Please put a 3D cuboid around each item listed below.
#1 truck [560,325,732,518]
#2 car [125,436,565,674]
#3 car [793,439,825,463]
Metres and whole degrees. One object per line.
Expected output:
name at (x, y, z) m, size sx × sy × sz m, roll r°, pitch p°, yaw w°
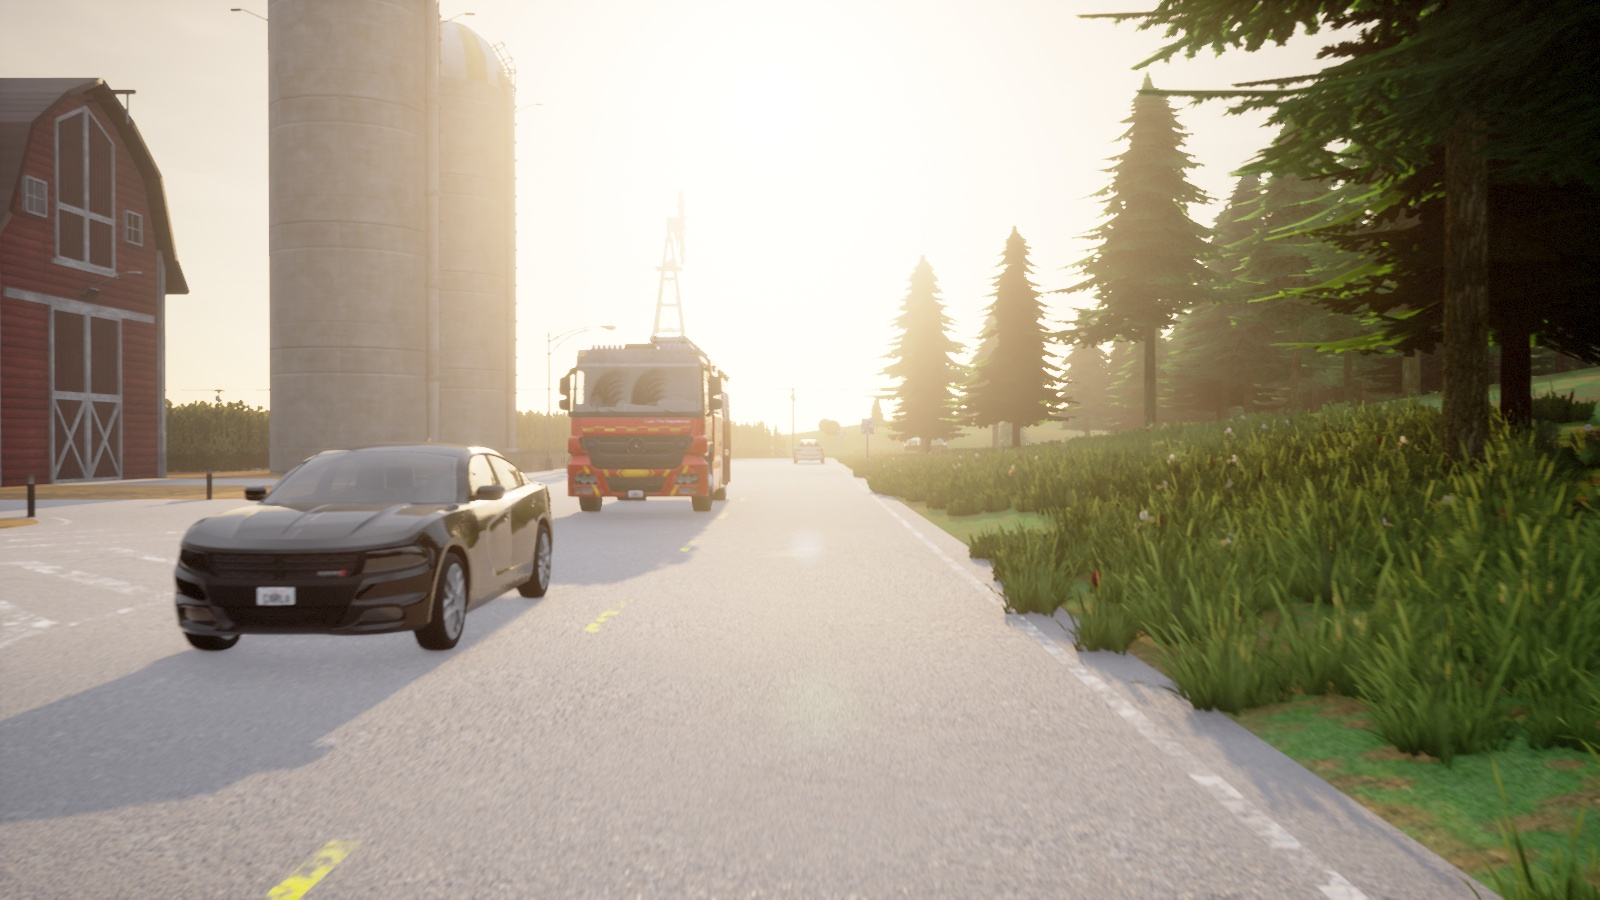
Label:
truck at (-3.281, -0.590, 29.120) m, size 2.891 × 3.827 × 8.468 m, roll 0°, pitch 0°, yaw 0°
car at (-3.413, 0.663, 10.623) m, size 1.882 × 1.535 × 5.008 m, roll 0°, pitch 0°, yaw 0°
car at (0.648, 0.054, 89.546) m, size 2.242 × 1.667 × 4.611 m, roll 0°, pitch 0°, yaw 0°
